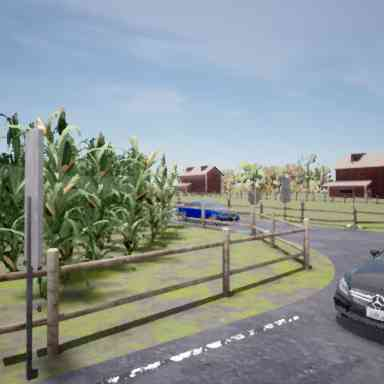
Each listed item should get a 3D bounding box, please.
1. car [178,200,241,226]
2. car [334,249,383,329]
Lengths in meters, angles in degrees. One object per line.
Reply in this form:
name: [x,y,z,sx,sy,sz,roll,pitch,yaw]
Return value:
car: [1.046,1.294,22.099,1.882,1.535,5.008,0,0,-37]
car: [4.601,1.526,6.219,4.674,1.442,1.812,0,0,-35]
